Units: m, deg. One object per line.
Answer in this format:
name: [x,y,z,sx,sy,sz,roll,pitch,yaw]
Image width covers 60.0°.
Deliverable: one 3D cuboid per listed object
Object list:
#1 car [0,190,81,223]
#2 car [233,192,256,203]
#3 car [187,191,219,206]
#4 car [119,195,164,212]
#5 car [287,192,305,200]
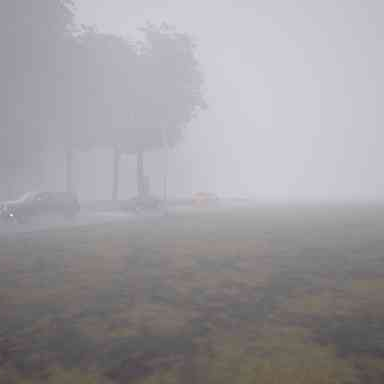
car: [-10.481,0.935,23.199,2.150,2.045,5.566,1,2,34]
car: [7.799,0.736,48.654,1.812,1.442,4.674,1,1,36]
car: [1.351,0.719,39.737,2.097,1.767,4.553,1,1,36]
car: [-4.647,1.039,31.381,1.837,1.490,4.892,1,2,36]
car: [18.296,0.679,58.355,1.895,1.301,4.718,1,1,36]
